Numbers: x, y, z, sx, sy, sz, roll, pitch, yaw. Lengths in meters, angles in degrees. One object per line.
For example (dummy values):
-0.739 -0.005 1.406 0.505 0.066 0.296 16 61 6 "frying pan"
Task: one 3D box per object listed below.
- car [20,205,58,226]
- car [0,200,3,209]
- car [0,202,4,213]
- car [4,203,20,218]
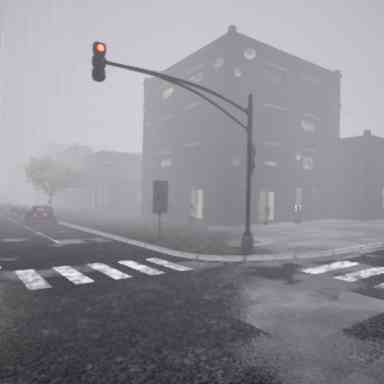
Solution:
-12.244 1.821 26.853 1.967 1.590 4.097 2 -1 -35 "car"
-35.357 2.179 59.656 1.967 1.590 4.097 1 -1 -35 "car"
-24.938 2.101 44.886 1.752 1.417 4.829 1 -1 -35 "car"
-18.453 2.027 35.711 2.008 1.369 4.403 2 -1 -35 "car"
